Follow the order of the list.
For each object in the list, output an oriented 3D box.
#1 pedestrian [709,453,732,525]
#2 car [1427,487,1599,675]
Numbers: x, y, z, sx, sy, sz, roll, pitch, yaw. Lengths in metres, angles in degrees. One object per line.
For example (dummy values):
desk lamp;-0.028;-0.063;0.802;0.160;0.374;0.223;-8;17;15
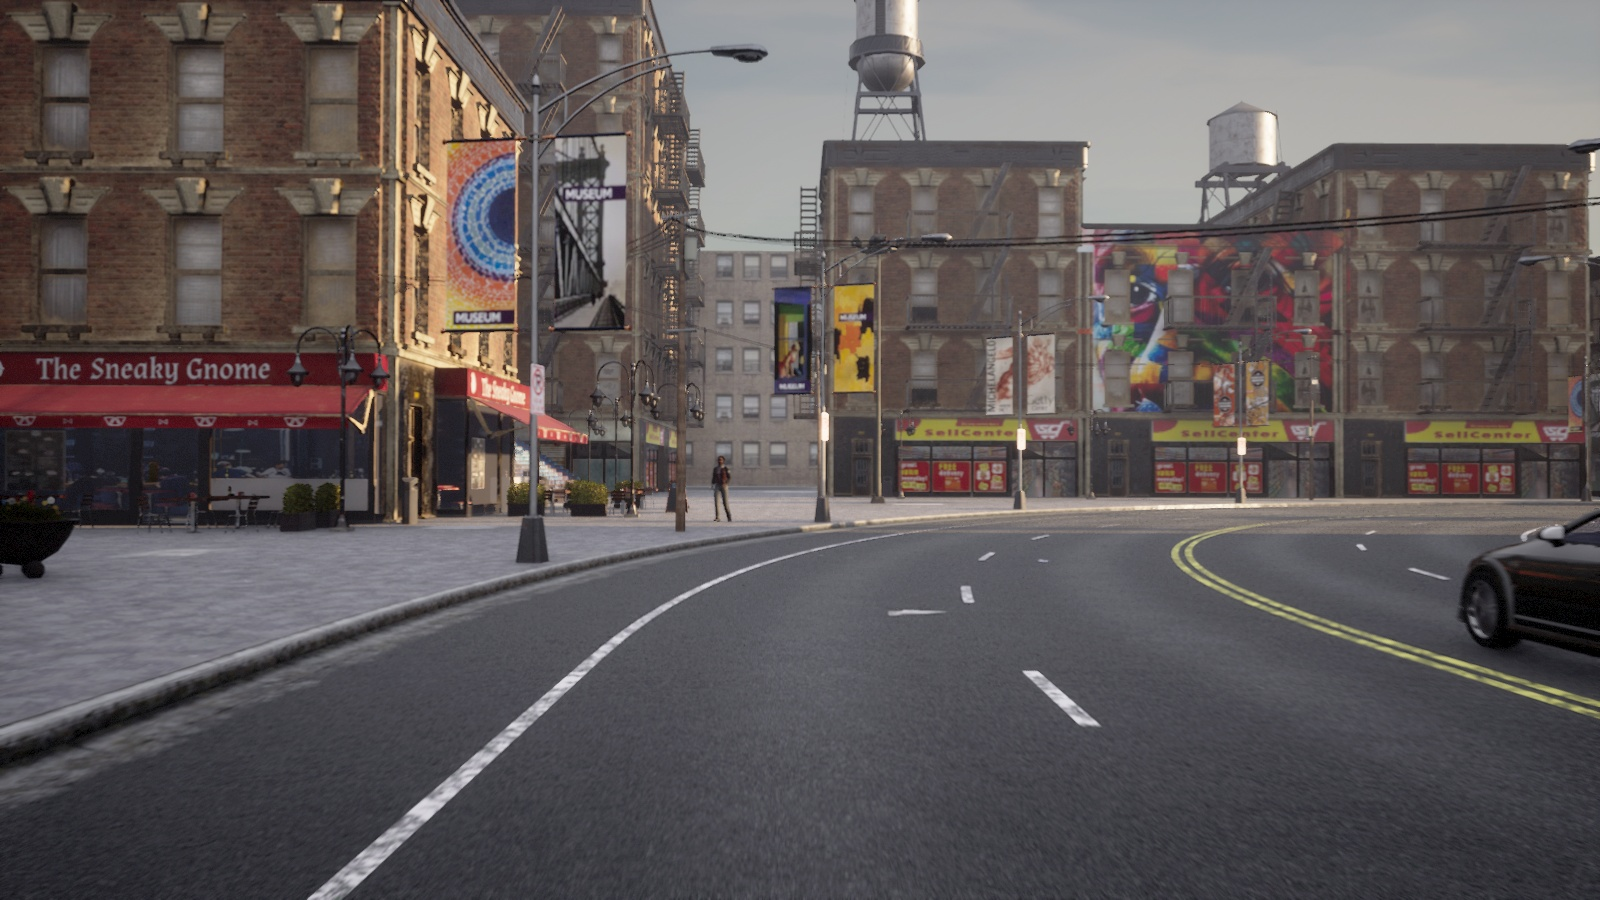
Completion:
pedestrian;-2.164;1.050;34.213;0.402;1.930;0.666;-1;-1;17
car;7.073;1.018;10.126;1.994;1.385;4.181;0;-1;1
